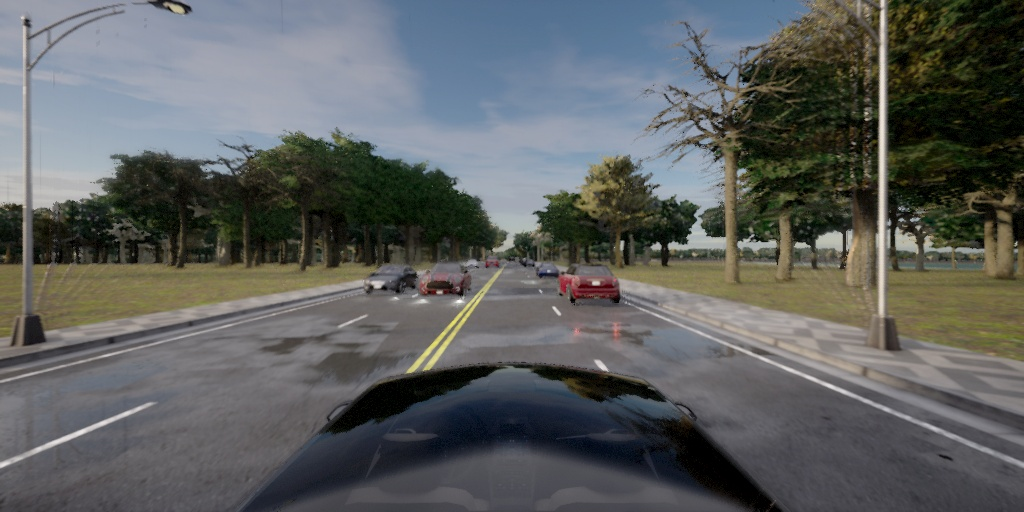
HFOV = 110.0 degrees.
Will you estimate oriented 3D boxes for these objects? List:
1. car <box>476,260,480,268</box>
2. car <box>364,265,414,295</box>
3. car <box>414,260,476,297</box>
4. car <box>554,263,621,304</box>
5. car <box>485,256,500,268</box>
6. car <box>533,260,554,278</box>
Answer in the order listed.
[{"bbox_3d":[-6.545,1.322,60.692,1.812,1.442,4.674,0,0,1],"label":"car"},{"bbox_3d":[-6.599,1.243,20.072,2.128,1.511,4.902,0,0,0],"label":"car"},{"bbox_3d":[-3.350,1.103,18.876,2.097,1.767,4.553,0,0,0],"label":"car"},{"bbox_3d":[3.348,1.102,16.391,2.097,1.767,4.553,0,0,0],"label":"car"},{"bbox_3d":[-3.284,1.018,60.509,2.150,2.045,5.566,0,0,1],"label":"car"},{"bbox_3d":[3.347,1.326,34.354,1.994,1.385,4.181,0,0,0],"label":"car"}]
